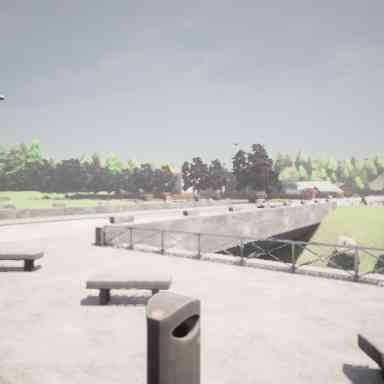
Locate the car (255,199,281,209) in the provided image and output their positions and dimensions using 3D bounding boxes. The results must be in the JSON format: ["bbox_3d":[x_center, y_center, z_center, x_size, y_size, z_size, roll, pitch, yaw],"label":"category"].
[{"bbox_3d":[9.944,1.618,43.031,1.895,1.301,4.718,0,0,36],"label":"car"}]
